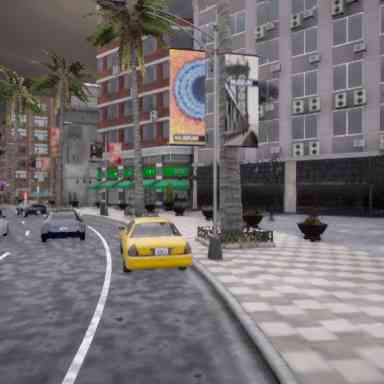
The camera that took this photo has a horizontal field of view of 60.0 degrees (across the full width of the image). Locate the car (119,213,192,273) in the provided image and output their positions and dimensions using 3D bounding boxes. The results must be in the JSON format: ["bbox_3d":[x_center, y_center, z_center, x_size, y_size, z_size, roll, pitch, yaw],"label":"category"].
[{"bbox_3d":[-1.367,1.454,10.770,1.801,1.575,5.366,0,0,-14],"label":"car"}]

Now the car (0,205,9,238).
[{"bbox_3d":[-9.620,1.524,15.196,1.812,1.442,4.674,0,0,-22],"label":"car"}]

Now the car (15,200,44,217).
[{"bbox_3d":[-14.910,1.501,30.760,1.837,1.490,4.892,0,0,-40],"label":"car"}]

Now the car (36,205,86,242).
[{"bbox_3d":[-6.365,1.566,16.482,1.994,1.385,4.181,0,0,-22],"label":"car"}]
